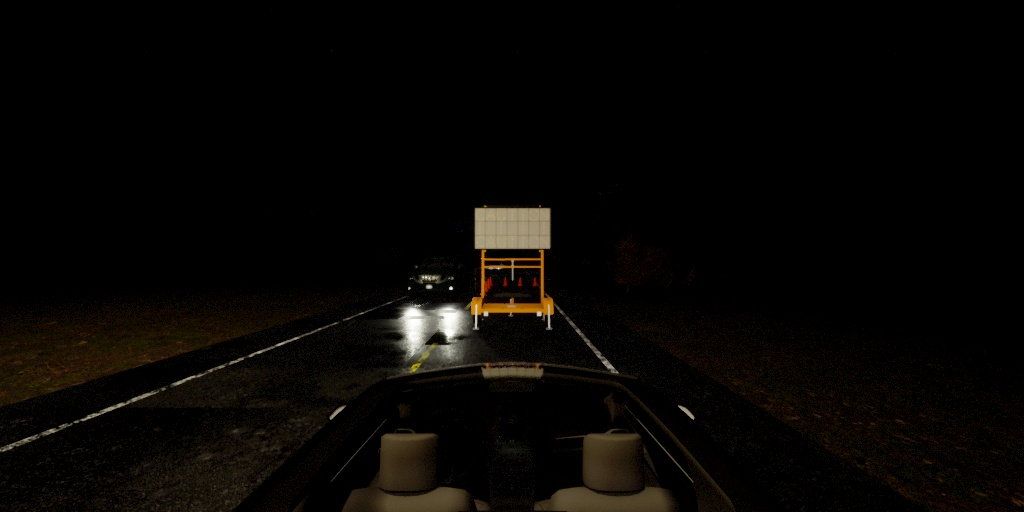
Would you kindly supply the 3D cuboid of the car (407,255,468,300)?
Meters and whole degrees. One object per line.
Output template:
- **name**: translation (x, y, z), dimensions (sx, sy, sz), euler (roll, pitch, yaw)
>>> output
- **car**: translation (-3.566, 0.974, 18.198), dimensions (2.150, 2.045, 5.566), euler (0, 0, 0)

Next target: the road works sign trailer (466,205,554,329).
- **road works sign trailer**: translation (0.019, 0.215, 11.173), dimensions (2.380, 3.560, 2.880), euler (0, 0, 0)
